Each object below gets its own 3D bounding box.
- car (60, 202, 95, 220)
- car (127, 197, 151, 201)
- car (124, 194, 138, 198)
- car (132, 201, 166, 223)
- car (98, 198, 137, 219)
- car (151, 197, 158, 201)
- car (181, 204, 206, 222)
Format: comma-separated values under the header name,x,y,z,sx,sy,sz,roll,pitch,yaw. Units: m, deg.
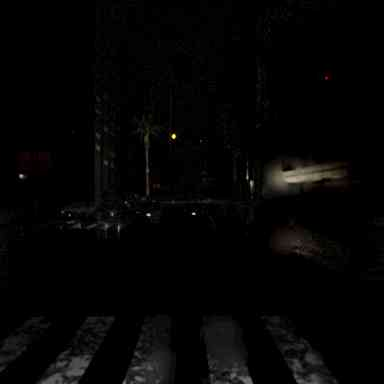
name,x,y,z,sx,sy,sz,roll,pitch,yaw
car,-9.800,1.596,28.935,1.812,1.442,4.674,0,0,0
car,-6.524,1.635,40.332,1.812,1.442,4.674,0,0,0
car,-9.735,1.383,52.597,2.150,2.045,5.566,0,0,1
car,-3.111,1.625,25.901,1.994,1.385,4.181,0,0,0
car,-6.560,1.564,29.536,2.128,1.511,4.902,0,0,-2
car,-6.495,1.511,52.280,2.097,1.767,4.553,0,0,0
car,0.140,1.628,27.119,1.994,1.385,4.181,0,0,0
